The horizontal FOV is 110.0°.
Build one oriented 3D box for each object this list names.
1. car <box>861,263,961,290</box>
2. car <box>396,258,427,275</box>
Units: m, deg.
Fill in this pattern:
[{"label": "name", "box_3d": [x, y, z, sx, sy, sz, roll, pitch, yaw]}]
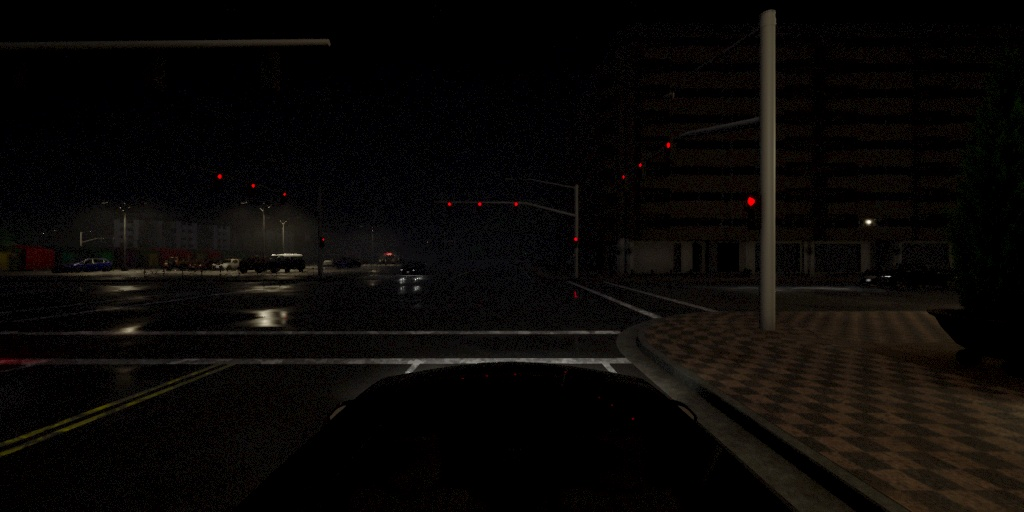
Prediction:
[{"label": "car", "box_3d": [23.809, 1.184, 21.446, 4.902, 1.511, 2.128, 0, 0, 0]}, {"label": "car", "box_3d": [-10.647, 1.320, 39.055, 1.837, 1.490, 4.892, 0, 1, 0]}]
